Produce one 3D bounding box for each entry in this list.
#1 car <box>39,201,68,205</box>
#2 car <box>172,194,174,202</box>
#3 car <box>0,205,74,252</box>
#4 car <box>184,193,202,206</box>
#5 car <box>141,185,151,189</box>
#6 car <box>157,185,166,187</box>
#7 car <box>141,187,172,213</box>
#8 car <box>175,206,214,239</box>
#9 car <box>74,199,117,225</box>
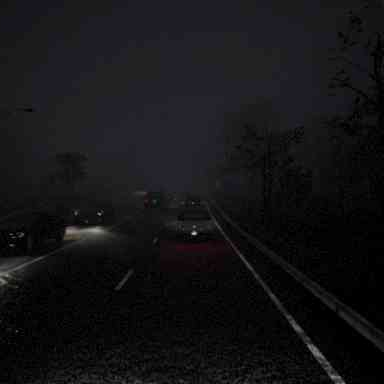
[{"bbox_3d":[-10.506,1.457,24.701,1.882,1.535,5.008,0,1,0],"label":"car"},{"bbox_3d":[-3.480,0.676,45.001,1.895,1.301,4.718,0,3,0],"label":"car"},{"bbox_3d":[-7.084,1.529,14.335,1.882,1.535,5.008,0,0,0],"label":"car"},{"bbox_3d":[0.107,0.856,39.243,1.837,1.490,4.892,0,3,0],"label":"car"},{"bbox_3d":[-10.487,-0.907,76.446,1.895,1.301,4.718,0,3,0],"label":"car"},{"bbox_3d":[-6.987,-0.951,76.473,1.994,1.385,4.181,0,3,0],"label":"car"},{"bbox_3d":[-3.494,0.860,33.275,2.150,2.045,5.566,0,3,0],"label":"car"},{"bbox_3d":[0.103,1.661,17.866,1.895,1.301,4.718,0,0,0],"label":"car"},{"bbox_3d":[-7.016,1.338,24.444,2.097,1.767,4.553,0,1,0],"label":"car"}]
